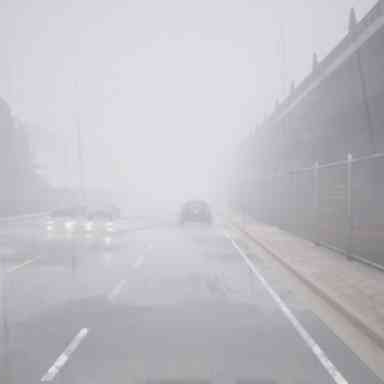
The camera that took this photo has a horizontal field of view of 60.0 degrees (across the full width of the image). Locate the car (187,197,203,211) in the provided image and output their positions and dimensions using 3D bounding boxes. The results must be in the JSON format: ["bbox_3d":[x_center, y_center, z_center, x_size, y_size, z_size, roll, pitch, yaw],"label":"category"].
[{"bbox_3d":[0.344,1.417,40.050,1.882,1.535,5.008,0,0,0],"label":"car"}]

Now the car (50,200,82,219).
[{"bbox_3d":[-10.424,1.415,28.503,1.882,1.535,5.008,0,0,0],"label":"car"}]

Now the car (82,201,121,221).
[{"bbox_3d":[-6.928,1.472,26.647,1.812,1.442,4.674,0,0,0],"label":"car"}]

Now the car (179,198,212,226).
[{"bbox_3d":[0.241,1.316,23.398,2.097,1.767,4.553,0,0,0],"label":"car"}]
